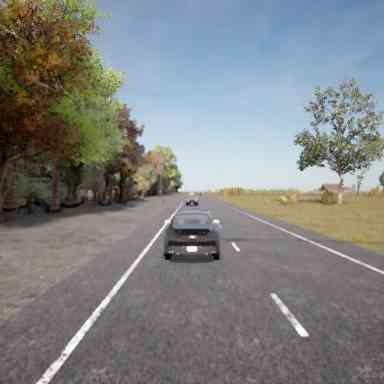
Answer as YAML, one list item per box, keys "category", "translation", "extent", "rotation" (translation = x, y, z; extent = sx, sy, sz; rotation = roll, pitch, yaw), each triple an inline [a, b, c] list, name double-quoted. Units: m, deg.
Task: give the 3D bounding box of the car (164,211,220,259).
- category: "car"
  translation: [0.001, 1.467, 12.498]
  extent: [1.837, 1.490, 4.892]
  rotation: [0, 0, 0]

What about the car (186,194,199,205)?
- category: "car"
  translation: [0.004, 1.414, 52.495]
  extent: [1.895, 1.301, 4.718]
  rotation: [0, 0, 0]
